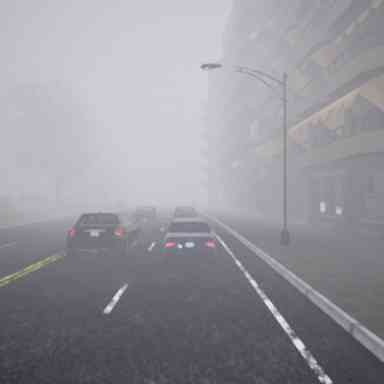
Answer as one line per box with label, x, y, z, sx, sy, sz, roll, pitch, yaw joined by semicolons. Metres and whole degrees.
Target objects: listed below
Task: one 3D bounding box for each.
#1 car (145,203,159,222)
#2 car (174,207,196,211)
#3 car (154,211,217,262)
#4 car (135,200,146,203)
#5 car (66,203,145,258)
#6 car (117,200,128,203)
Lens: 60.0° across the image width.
car;-3.829;1.902;28.364;1.895;1.301;4.718;0;-1;-2
car;-0.582;1.904;28.493;1.895;1.301;4.718;0;-1;-2
car;-0.102;1.682;12.656;2.033;1.411;5.357;0;-1;-1
car;-9.276;2.165;60.217;1.812;1.442;4.674;0;-1;-4
car;-3.359;1.495;13.515;2.097;1.767;4.553;0;-1;-1
car;-12.470;2.108;59.406;1.882;1.535;5.008;0;-1;-4
